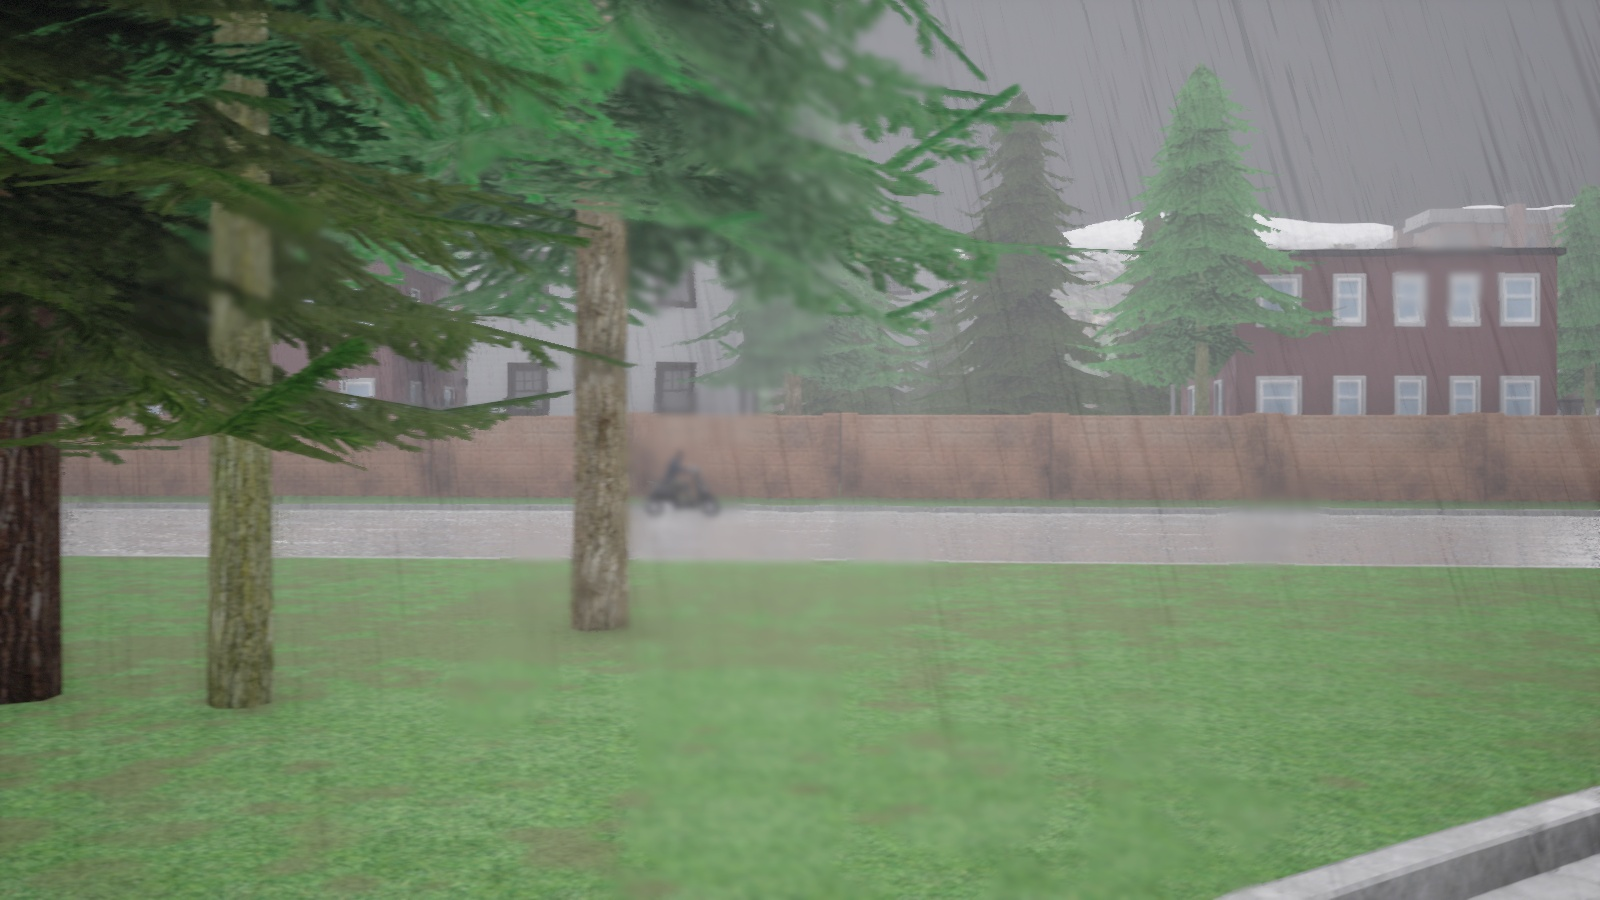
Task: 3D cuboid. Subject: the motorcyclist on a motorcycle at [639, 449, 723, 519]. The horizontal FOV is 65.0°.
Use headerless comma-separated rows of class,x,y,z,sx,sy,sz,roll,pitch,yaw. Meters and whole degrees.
motorcyclist on a motorcycle,-2.741,0.775,29.086,1.817,1.590,0.866,0,0,4
